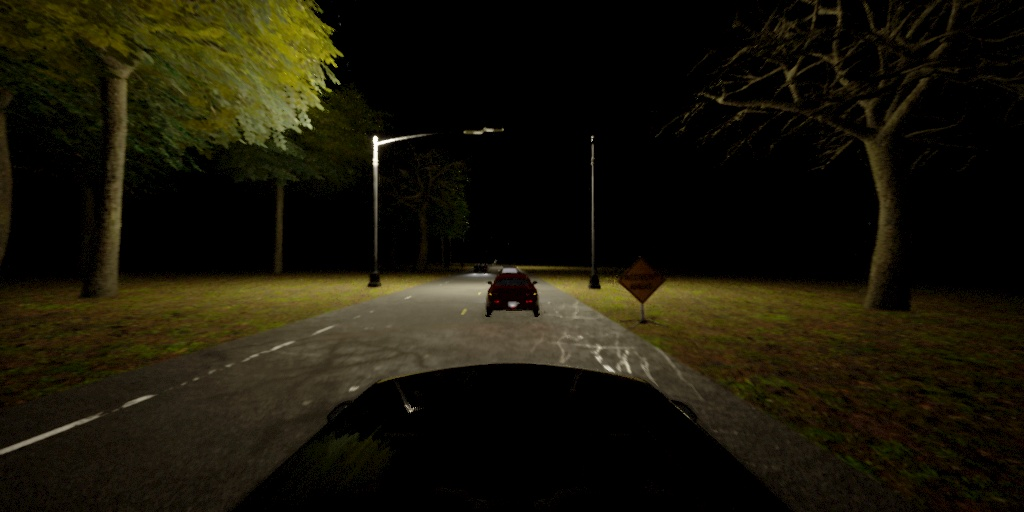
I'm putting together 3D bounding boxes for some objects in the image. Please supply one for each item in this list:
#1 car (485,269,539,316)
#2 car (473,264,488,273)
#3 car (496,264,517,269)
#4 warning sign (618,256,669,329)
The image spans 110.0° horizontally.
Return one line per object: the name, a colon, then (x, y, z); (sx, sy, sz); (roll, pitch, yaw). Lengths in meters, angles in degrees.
car: (0.014, 1.374, 13.677); (1.812, 1.442, 4.674); (0, -1, 0)
car: (-4.422, 1.761, 50.550); (1.895, 1.301, 4.718); (0, 0, -2)
car: (-0.188, 1.540, 28.480); (1.994, 1.385, 4.181); (0, 0, -1)
warning sign: (3.531, 0.931, 9.667); (1.300, 1.860, 1.060); (0, 0, 0)
